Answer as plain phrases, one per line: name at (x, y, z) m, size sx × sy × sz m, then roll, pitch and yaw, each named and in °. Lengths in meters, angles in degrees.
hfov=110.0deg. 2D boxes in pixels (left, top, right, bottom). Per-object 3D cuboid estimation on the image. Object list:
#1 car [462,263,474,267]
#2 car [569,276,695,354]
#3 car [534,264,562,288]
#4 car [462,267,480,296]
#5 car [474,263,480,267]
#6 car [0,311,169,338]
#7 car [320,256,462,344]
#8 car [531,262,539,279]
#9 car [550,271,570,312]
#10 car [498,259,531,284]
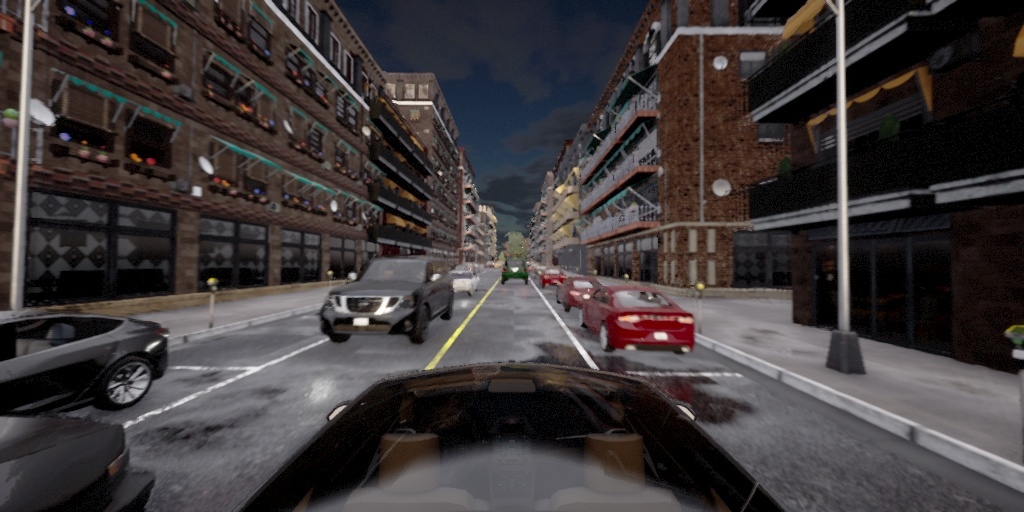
car at (-5.408, 1.583, 37.377) m, size 1.948 × 1.339 × 4.313 m, roll 0°, pitch 0°, yaw 1°
car at (2.799, 1.389, 8.958) m, size 1.888 × 1.381 × 4.507 m, roll 0°, pitch 0°, yaw 1°
car at (2.873, 1.543, 25.940) m, size 1.888 × 1.381 × 4.507 m, roll 0°, pitch 0°, yaw 1°
car at (-2.949, 1.490, 20.433) m, size 1.895 × 1.301 × 4.718 m, roll 1°, pitch -1°, yaw 1°
car at (-5.359, 1.509, 43.038) m, size 1.967 × 1.591 × 4.097 m, roll 0°, pitch 0°, yaw 1°
car at (-5.834, 1.274, 3.411) m, size 1.948 × 1.339 × 4.313 m, roll 0°, pitch 0°, yaw 1°
car at (-3.040, 1.017, 10.123) m, size 2.150 × 2.045 × 5.566 m, roll 1°, pitch -1°, yaw 1°
car at (2.972, 1.651, 37.262) m, size 2.007 × 1.370 × 4.403 m, roll 0°, pitch 0°, yaw 1°
car at (2.777, 1.477, 14.619) m, size 1.802 × 1.307 × 4.207 m, roll 0°, pitch 0°, yaw 1°
car at (0.293, 1.232, 30.057) m, size 2.150 × 2.045 × 5.566 m, roll 1°, pitch 0°, yaw 2°
